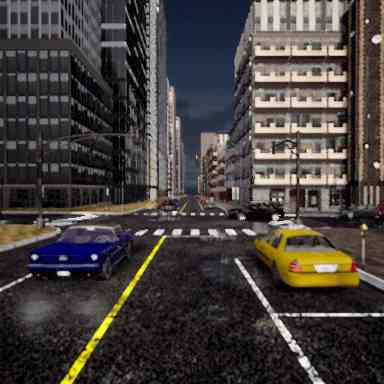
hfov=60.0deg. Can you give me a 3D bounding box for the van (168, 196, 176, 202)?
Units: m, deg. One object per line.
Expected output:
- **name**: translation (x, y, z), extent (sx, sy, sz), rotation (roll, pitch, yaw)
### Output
- **van**: translation (-5.527, 1.928, 92.345), extent (1.690, 1.788, 3.998), rotation (-1, 0, 0)

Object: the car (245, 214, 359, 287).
- **car**: translation (2.825, 1.584, 9.307), extent (1.752, 1.417, 4.829), rotation (-1, 0, 0)

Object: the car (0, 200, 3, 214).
- **car**: translation (-21.598, 1.491, 32.816), extent (4.829, 1.417, 1.752), rotation (0, 0, 1)

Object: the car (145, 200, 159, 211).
- **car**: translation (-5.612, 1.822, 46.938), extent (1.752, 1.417, 4.829), rotation (-1, 0, 0)

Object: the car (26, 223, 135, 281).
- **car**: translation (-3.066, 1.665, 10.167), extent (1.895, 1.301, 4.718), rotation (0, 0, 0)

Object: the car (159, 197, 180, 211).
- **car**: translation (-3.003, 1.792, 45.474), extent (1.837, 1.490, 4.892), rotation (0, 0, 0)

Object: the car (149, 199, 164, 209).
- **car**: translation (-5.601, 1.899, 52.762), extent (1.947, 1.339, 4.313), rotation (-1, 0, 0)

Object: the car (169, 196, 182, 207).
- **car**: translation (-2.981, 1.875, 55.221), extent (1.812, 1.442, 4.674), rotation (0, 0, 0)

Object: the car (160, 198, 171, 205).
- **car**: translation (-5.568, 1.986, 69.725), extent (1.887, 1.381, 4.507), rotation (-1, 0, 0)

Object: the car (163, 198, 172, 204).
- **car**: translation (-5.556, 2.060, 75.379), extent (1.802, 1.307, 4.206), rotation (-1, 0, 0)

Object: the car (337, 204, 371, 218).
- **car**: translation (16.376, 1.835, 32.243), extent (4.403, 1.369, 2.008), rotation (0, 0, 1)

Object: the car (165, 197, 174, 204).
- **car**: translation (-5.546, 2.059, 81.034), extent (1.887, 1.381, 4.507), rotation (-1, 0, 0)

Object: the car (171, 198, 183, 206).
- **car**: translation (-2.911, 1.963, 65.605), extent (2.033, 1.411, 5.357), rotation (0, 0, 0)

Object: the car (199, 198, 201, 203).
- **car**: translation (2.843, 1.990, 86.674), extent (1.967, 1.590, 4.097), rotation (-1, 0, 0)

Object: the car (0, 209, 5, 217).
- **car**: translation (-18.277, 1.600, 27.002), extent (5.357, 1.411, 2.033), rotation (0, 1, 1)

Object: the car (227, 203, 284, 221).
- **car**: translation (5.486, 1.685, 28.838), extent (5.008, 1.535, 1.882), rotation (1, 0, -13)

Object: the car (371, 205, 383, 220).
- **car**: translation (19.512, 1.559, 29.594), extent (5.566, 2.045, 2.150), rotation (1, 1, 1)

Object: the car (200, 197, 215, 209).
- **car**: translation (2.779, 1.884, 52.746), extent (2.008, 1.369, 4.403), rotation (-1, 0, 0)
